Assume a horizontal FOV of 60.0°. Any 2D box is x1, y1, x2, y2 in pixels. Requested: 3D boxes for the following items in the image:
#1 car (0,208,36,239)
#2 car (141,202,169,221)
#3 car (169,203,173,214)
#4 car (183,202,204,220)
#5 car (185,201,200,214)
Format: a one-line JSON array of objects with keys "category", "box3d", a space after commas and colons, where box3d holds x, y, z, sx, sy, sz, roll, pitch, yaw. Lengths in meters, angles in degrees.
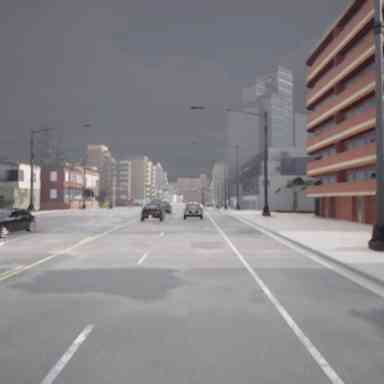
[{"category": "car", "box3d": [-10.503, 1.676, 18.581, 1.837, 1.490, 4.892, 0, -1, 1]}, {"category": "car", "box3d": [-3.399, 1.761, 29.613, 1.837, 1.490, 4.892, 0, 0, 0]}, {"category": "car", "box3d": [-3.424, 1.939, 40.633, 2.033, 1.411, 5.357, 0, -1, 1]}, {"category": "car", "box3d": [0.114, 1.821, 31.634, 2.033, 1.411, 5.357, 0, 0, 0]}, {"category": "car", "box3d": [0.101, 1.967, 42.953, 1.812, 1.442, 4.674, 0, -1, 1]}]
